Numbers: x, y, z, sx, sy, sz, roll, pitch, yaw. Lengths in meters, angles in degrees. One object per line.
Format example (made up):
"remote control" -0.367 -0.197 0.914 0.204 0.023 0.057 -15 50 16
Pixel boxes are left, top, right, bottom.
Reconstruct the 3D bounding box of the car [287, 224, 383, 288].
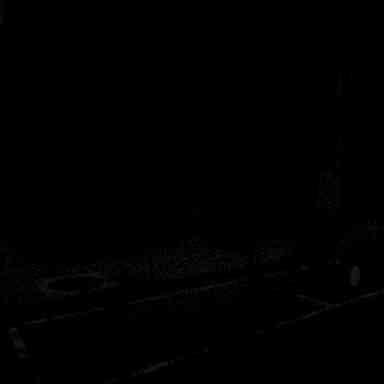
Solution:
"car" 4.596 1.630 9.462 4.507 1.381 1.887 1 0 -35
